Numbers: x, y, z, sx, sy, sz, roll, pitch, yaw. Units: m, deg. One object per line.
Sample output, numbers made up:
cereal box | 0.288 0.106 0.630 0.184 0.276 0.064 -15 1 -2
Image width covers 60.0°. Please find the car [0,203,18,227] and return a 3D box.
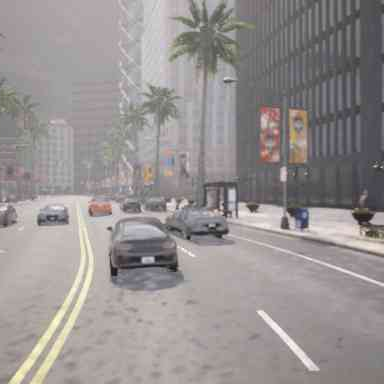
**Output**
car | -13.017 1.483 22.304 2.128 1.511 4.902 0 0 -19

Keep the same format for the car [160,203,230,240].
car | 0.095 1.488 16.855 2.033 1.411 5.357 0 0 -18

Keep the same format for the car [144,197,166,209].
car | -4.283 1.368 38.730 2.231 1.521 4.892 0 0 -19

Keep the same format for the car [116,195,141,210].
car | -7.009 1.411 37.468 1.837 1.490 4.892 0 0 -19

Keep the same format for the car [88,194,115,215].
car | -9.349 1.284 33.547 2.097 1.767 4.553 0 0 -19

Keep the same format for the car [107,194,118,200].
car | -20.912 1.319 87.266 2.161 1.482 4.786 0 0 -19

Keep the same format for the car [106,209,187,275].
car | -1.651 1.498 10.398 1.812 1.442 4.674 0 0 -14

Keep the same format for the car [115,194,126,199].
car | -13.967 1.196 66.463 2.185 1.767 4.553 0 0 -19

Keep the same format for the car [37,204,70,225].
car | -9.782 1.533 23.664 1.994 1.385 4.181 0 0 -19
